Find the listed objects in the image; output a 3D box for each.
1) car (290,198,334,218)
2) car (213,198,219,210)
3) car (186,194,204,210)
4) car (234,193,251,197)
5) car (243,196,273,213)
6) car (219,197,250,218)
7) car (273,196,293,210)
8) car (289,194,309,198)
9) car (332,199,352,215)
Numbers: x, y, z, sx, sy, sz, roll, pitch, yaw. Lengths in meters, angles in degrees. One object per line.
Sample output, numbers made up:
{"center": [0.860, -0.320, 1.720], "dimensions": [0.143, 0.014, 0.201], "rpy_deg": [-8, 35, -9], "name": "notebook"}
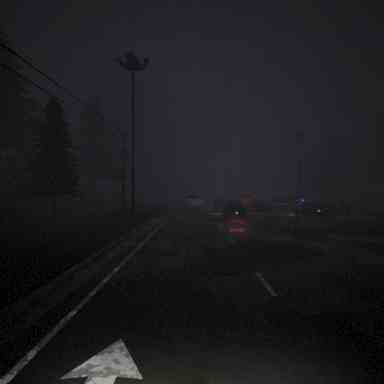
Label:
{"center": [10.779, 1.564, 30.270], "dimensions": [1.994, 1.385, 4.181], "rpy_deg": [0, 0, 0], "name": "car"}
{"center": [3.832, 1.547, 43.849], "dimensions": [2.033, 1.411, 5.357], "rpy_deg": [0, 0, 1], "name": "car"}
{"center": [0.350, 1.221, 43.904], "dimensions": [2.150, 2.045, 5.566], "rpy_deg": [0, 0, 1], "name": "car"}
{"center": [7.364, 1.221, 48.333], "dimensions": [2.150, 2.045, 5.566], "rpy_deg": [0, 0, 1], "name": "car"}
{"center": [7.317, 1.478, 37.367], "dimensions": [1.882, 1.535, 5.008], "rpy_deg": [0, 0, 1], "name": "car"}
{"center": [3.777, 1.505, 30.389], "dimensions": [1.837, 1.490, 4.892], "rpy_deg": [0, 0, 0], "name": "car"}
{"center": [10.825, 1.547, 42.756], "dimensions": [2.033, 1.411, 5.357], "rpy_deg": [0, 0, 0], "name": "car"}
{"center": [14.355, 1.221, 45.568], "dimensions": [2.150, 2.045, 5.566], "rpy_deg": [0, 0, 0], "name": "car"}
{"center": [14.295, 1.492, 33.626], "dimensions": [2.128, 1.511, 4.902], "rpy_deg": [0, 0, 0], "name": "car"}
